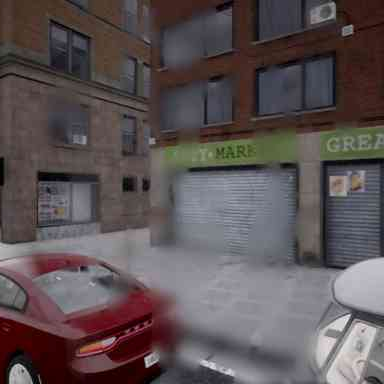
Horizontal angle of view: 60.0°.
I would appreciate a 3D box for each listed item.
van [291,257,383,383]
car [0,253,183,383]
[{"bbox_3d":[2.398,1.341,1.367,3.998,1.788,1.690,0,0,35],"label":"van"},{"bbox_3d":[-2.211,1.544,4.653,4.507,1.381,1.887,0,0,35],"label":"car"}]
